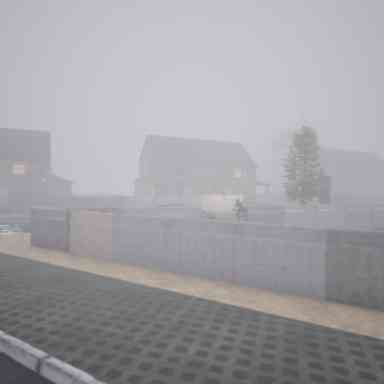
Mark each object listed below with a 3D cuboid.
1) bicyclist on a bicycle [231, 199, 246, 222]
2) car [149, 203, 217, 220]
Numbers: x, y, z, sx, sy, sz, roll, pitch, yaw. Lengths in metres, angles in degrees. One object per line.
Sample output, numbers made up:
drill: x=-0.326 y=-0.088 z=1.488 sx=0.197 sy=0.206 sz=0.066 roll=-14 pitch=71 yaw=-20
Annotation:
bicyclist on a bicycle: x=2.797 y=1.233 z=19.961 sx=0.582 sy=1.620 sz=1.656 roll=0 pitch=1 yaw=-24
car: x=-1.093 y=1.400 z=21.564 sx=5.357 sy=1.411 sz=2.033 roll=0 pitch=1 yaw=-22
